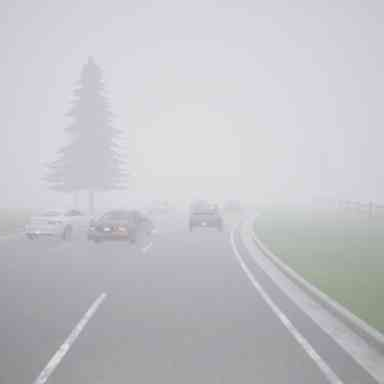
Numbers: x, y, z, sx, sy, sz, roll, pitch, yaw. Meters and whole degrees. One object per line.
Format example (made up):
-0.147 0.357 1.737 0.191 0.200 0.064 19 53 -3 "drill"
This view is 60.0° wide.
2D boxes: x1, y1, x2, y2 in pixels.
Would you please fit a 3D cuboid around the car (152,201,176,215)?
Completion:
-3.028 1.571 34.024 1.895 1.301 4.718 0 0 14 "car"

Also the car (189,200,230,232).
0.971 1.477 19.953 2.128 1.511 4.902 0 0 8 "car"

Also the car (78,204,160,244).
-3.155 1.531 15.714 2.033 1.411 5.357 0 0 5 "car"

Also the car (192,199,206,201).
0.875 1.479 35.782 1.837 1.490 4.892 1 0 9 "car"

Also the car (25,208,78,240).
-6.500 1.504 16.771 1.812 1.442 4.674 0 0 5 "car"

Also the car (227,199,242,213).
4.440 1.504 36.962 1.812 1.442 4.674 0 0 5 "car"
